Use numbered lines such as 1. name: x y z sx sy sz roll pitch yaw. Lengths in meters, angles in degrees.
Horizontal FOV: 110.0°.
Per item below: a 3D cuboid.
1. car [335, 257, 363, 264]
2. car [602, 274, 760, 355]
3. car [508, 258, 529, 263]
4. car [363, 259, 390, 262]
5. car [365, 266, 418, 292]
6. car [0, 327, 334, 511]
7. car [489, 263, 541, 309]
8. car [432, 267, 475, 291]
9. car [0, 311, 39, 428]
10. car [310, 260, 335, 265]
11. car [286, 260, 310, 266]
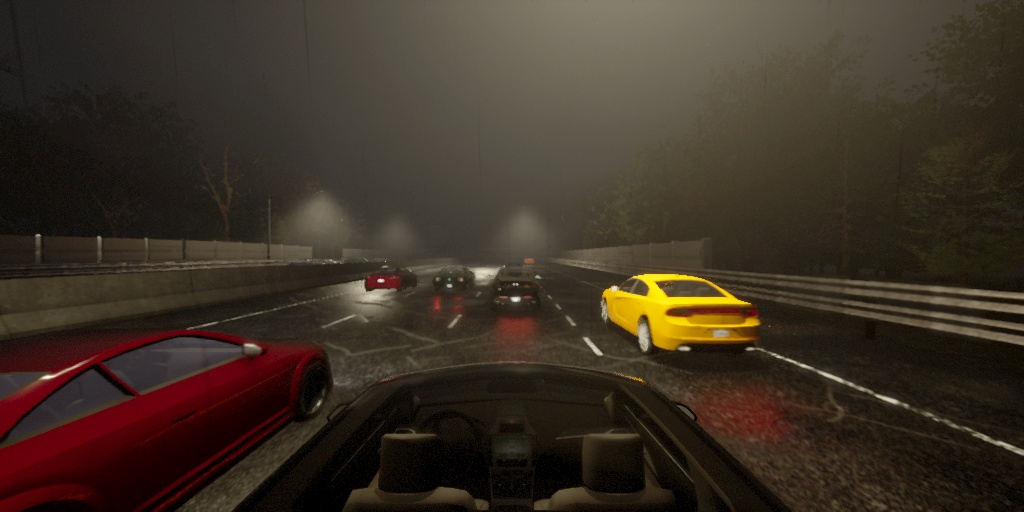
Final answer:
1. car: -20.925 0.972 47.376 2.097 1.767 4.553 0 0 0
2. car: 3.597 1.173 8.650 1.882 1.535 5.008 0 0 0
3. car: 0.199 1.206 33.243 2.033 1.411 5.357 0 0 0
4. car: -17.426 1.113 47.661 2.128 1.511 4.902 0 0 0
5. car: -6.838 1.256 20.716 1.994 1.385 4.181 0 0 0
6. car: -3.398 1.309 3.142 1.994 1.385 4.181 0 0 0
7. car: 0.140 1.214 14.648 1.837 1.490 4.892 0 0 0
8. car: -3.336 1.291 21.445 1.895 1.301 4.718 0 0 0
9. car: -6.902 1.348 2.153 1.895 1.301 4.718 0 0 0
10. car: -24.425 1.220 48.000 1.895 1.301 4.718 0 0 1
11. car: -27.919 1.185 47.344 1.994 1.385 4.181 0 0 0
